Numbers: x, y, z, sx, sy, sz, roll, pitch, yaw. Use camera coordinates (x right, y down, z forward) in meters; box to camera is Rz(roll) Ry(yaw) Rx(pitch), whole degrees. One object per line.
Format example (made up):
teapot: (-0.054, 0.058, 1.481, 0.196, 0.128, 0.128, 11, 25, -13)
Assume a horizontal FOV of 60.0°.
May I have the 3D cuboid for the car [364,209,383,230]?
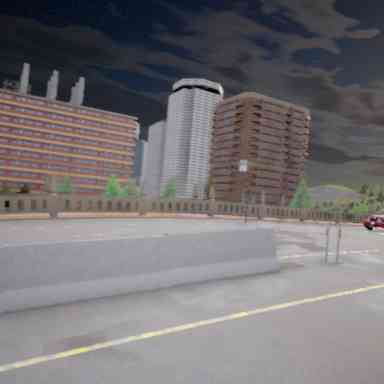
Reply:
car: (18.057, 2.598, 30.175, 5.566, 2.045, 2.150, 6, -2, -30)
